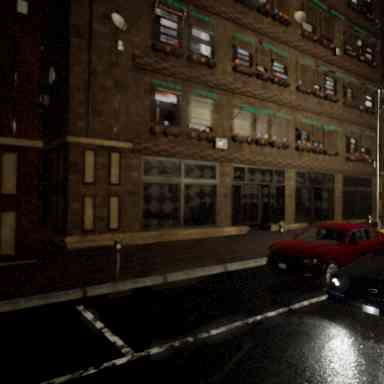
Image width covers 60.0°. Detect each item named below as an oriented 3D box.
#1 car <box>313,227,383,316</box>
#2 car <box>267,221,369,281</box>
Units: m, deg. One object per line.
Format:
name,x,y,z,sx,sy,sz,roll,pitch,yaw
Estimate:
car,5.113,1.556,7.026,5.357,1.411,2.033,0,0,-35
car,4.034,1.554,9.380,4.507,1.381,1.887,0,1,-35
